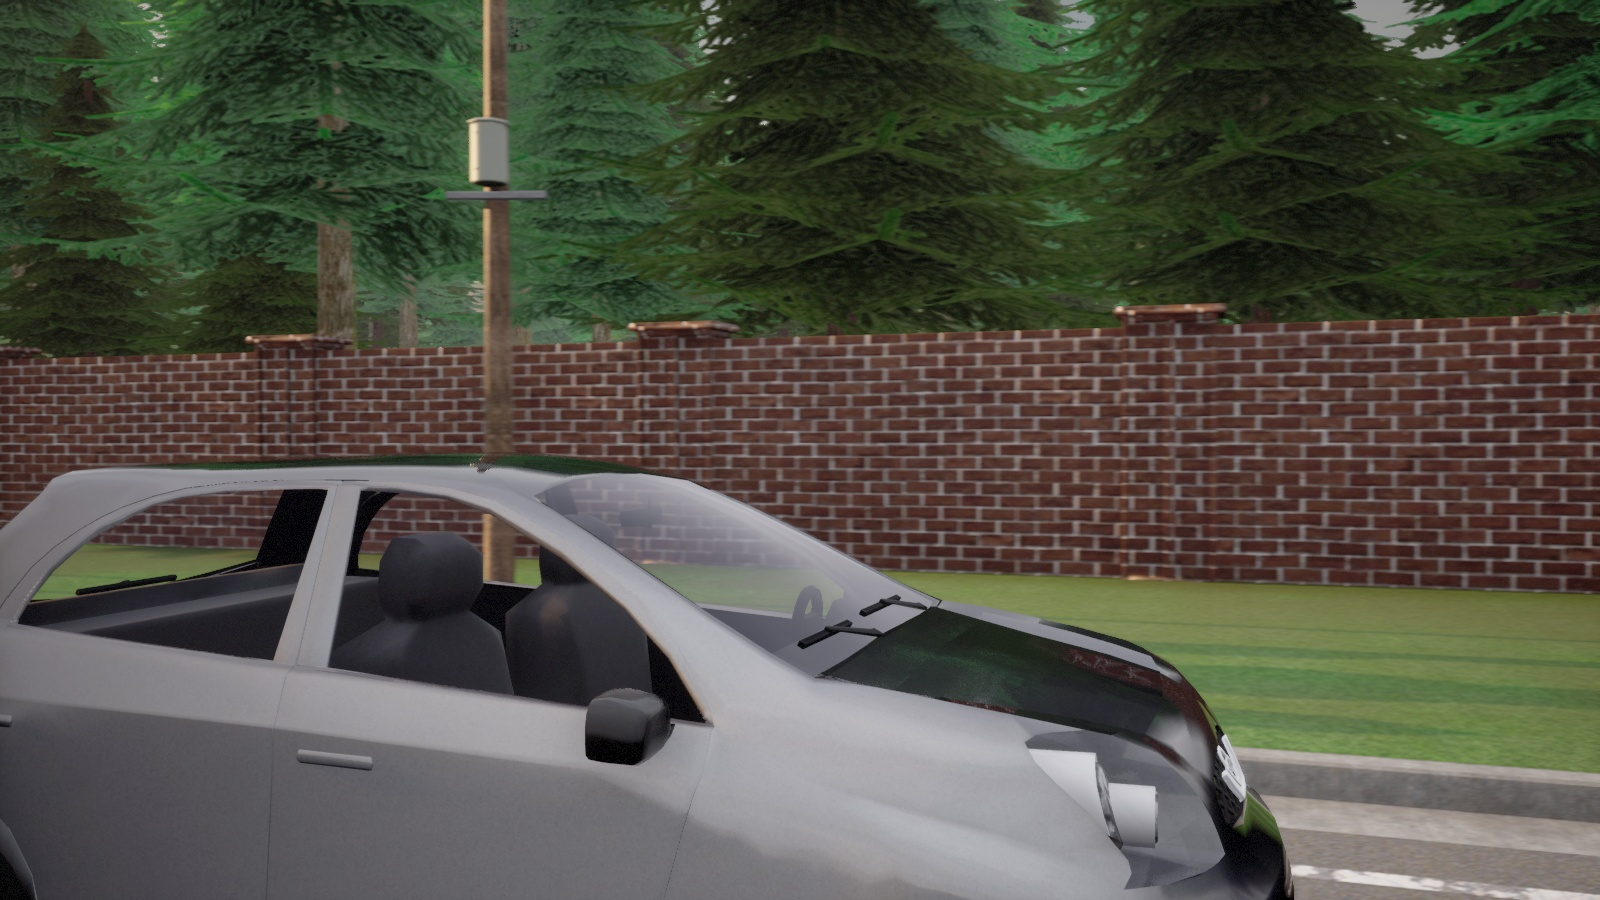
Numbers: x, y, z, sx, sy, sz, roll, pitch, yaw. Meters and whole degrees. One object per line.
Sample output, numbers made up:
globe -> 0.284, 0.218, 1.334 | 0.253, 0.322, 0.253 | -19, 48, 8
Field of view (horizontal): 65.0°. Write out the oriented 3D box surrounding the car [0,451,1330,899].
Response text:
car -> -0.614, 0.784, 3.400 | 3.633, 1.501, 1.845 | 1, 1, 19
